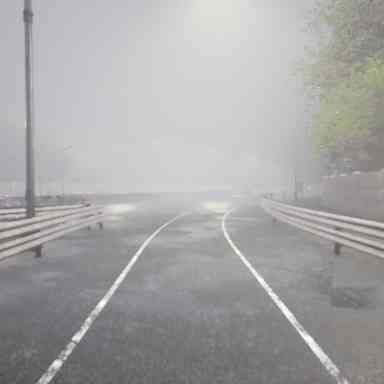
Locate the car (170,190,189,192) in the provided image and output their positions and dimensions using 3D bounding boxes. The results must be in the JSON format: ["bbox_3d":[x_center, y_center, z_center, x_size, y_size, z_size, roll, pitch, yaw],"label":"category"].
[{"bbox_3d":[-2.760,0.371,83.449,2.128,1.511,4.902,0,1,26],"label":"car"}]

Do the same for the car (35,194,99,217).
[{"bbox_3d":[-8.392,1.026,23.384,2.097,1.767,4.553,0,1,25],"label":"car"}]

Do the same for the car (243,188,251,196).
[{"bbox_3d":[15.442,-0.103,88.908,2.150,2.045,5.566,0,1,26],"label":"car"}]

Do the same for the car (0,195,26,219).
[{"bbox_3d":[-11.615,1.021,24.763,2.097,1.767,4.553,0,1,25],"label":"car"}]

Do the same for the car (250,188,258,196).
[{"bbox_3d":[16.863,0.209,83.815,1.882,1.535,5.008,0,1,26],"label":"car"}]

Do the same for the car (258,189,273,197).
[{"bbox_3d":[17.430,0.174,76.956,2.097,1.767,4.553,0,1,26],"label":"car"}]
